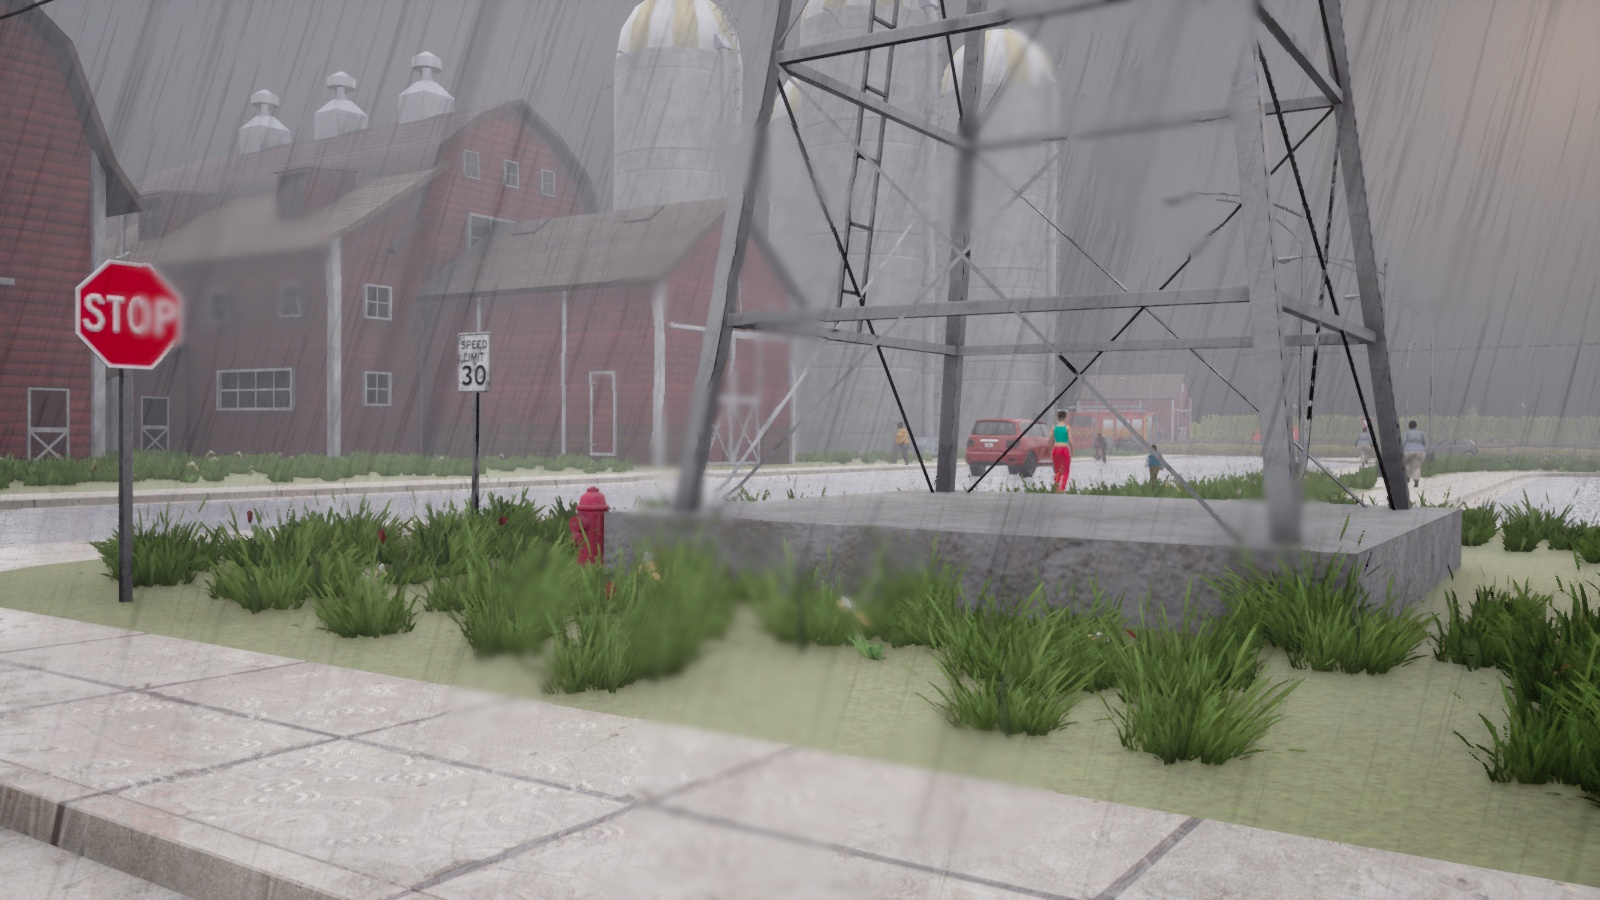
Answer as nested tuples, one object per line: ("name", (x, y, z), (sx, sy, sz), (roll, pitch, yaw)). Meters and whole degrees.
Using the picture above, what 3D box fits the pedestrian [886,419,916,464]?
("pedestrian", (4.218, -0.370, 52.597), (0.900, 1.855, 0.874), (-1, 1, -36))

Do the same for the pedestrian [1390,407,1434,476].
("pedestrian", (16.683, -0.230, 34.252), (0.874, 1.855, 0.900), (0, 1, 13))

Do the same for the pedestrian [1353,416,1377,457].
("pedestrian", (25.780, -0.629, 57.305), (0.874, 1.855, 0.900), (0, 1, 32))

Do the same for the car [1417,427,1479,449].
("car", (44.769, -0.844, 86.729), (3.633, 1.501, 1.845), (0, 1, 33))

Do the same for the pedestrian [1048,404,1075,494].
("pedestrian", (5.414, -0.018, 26.016), (0.345, 1.836, 0.594), (0, 1, 33))

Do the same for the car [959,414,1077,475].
("car", (7.848, -0.233, 44.797), (2.150, 2.045, 5.566), (0, 1, 33))

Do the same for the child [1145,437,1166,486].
("child", (8.675, 0.270, 30.637), (0.343, 1.192, 0.448), (0, 1, 36))

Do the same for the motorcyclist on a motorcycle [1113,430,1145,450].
("motorcyclist on a motorcycle", (25.058, -0.766, 95.543), (2.191, 1.530, 0.866), (0, 1, 33))
